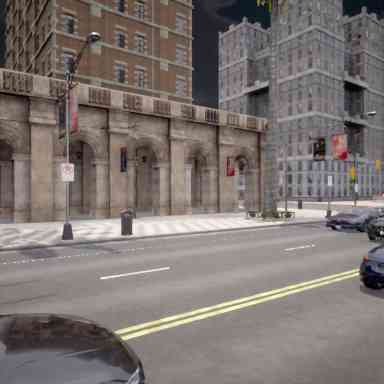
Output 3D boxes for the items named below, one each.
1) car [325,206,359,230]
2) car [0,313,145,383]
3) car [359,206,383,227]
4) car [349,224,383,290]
[{"bbox_3d":[10.221,1.548,19.794,5.357,1.411,2.033,0,0,-35],"label":"car"},{"bbox_3d":[-2.607,1.491,1.890,4.902,1.511,2.128,0,0,-35],"label":"car"},{"bbox_3d":[10.101,1.477,15.437,5.008,1.535,1.882,0,0,-35],"label":"car"},{"bbox_3d":[5.843,1.564,7.911,4.181,1.385,1.994,0,0,-36],"label":"car"}]
